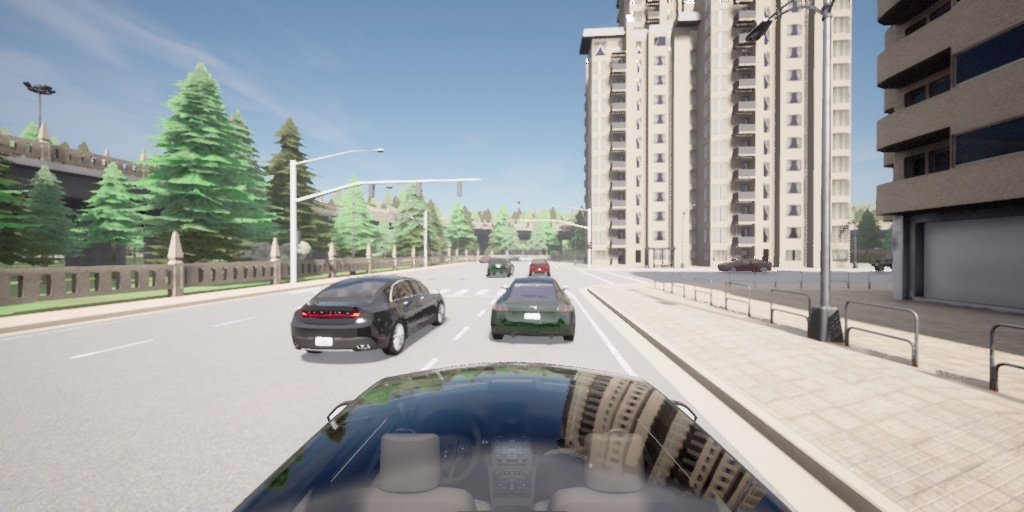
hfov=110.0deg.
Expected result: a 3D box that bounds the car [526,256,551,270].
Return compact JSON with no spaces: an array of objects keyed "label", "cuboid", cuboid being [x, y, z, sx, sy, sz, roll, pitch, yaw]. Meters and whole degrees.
[{"label":"car","cuboid":[2.658,1.034,34.403,1.882,1.535,5.008,0,0,5]}]

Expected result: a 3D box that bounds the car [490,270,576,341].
[{"label":"car","cuboid":[0.613,1.258,9.753,1.994,1.385,4.181,0,0,5]}]

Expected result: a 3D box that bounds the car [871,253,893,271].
[{"label":"car","cuboid":[40.477,0.489,36.845,5.566,2.045,2.150,0,0,4]}]

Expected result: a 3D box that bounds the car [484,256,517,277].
[{"label":"car","cuboid":[-0.982,0.912,32.858,2.097,1.767,4.553,0,0,5]}]

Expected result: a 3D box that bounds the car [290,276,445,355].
[{"label":"car","cuboid":[-3.008,1.208,8.574,1.837,1.490,4.892,0,0,5]}]

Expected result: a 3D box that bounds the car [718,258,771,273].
[{"label":"car","cuboid":[24.579,1.021,38.024,5.008,1.535,1.882,0,0,4]}]
